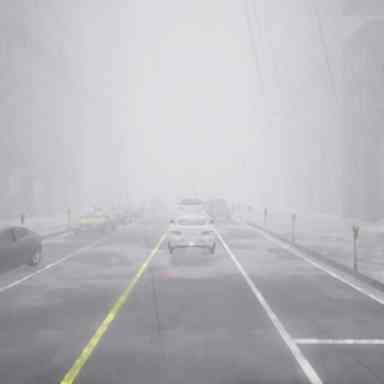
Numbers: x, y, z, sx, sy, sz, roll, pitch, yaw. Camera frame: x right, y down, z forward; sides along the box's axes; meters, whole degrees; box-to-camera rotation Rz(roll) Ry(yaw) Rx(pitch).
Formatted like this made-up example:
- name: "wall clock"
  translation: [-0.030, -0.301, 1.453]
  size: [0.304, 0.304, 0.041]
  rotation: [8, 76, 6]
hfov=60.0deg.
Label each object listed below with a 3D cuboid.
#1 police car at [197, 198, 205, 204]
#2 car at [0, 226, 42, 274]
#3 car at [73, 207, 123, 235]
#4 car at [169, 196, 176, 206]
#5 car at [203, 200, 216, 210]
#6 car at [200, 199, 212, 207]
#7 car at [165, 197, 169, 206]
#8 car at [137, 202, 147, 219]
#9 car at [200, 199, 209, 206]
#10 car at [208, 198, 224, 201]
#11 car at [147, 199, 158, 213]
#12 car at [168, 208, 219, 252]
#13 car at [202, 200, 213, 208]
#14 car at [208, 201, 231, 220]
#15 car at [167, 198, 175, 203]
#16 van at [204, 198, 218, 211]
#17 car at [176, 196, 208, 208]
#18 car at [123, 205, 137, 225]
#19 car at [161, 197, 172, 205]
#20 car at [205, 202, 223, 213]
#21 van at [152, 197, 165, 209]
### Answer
- name: "police car"
  translation: [2.314, 2.275, 86.478]
  size: [1.930, 1.638, 5.238]
  rotation: [0, -1, 0]
- name: "car"
  translation: [-5.768, 1.653, 9.258]
  size: [1.947, 1.339, 4.313]
  rotation: [0, -1, 0]
- name: "car"
  translation: [-5.775, 1.716, 20.326]
  size: [1.752, 1.417, 4.829]
  rotation: [0, -1, 0]
- name: "car"
  translation: [-3.043, 1.916, 70.961]
  size: [2.150, 2.045, 5.566]
  rotation: [0, -1, 0]
- name: "car"
  translation: [2.730, 2.068, 54.223]
  size: [1.887, 1.381, 4.507]
  rotation: [0, -1, 0]
- name: "car"
  translation: [2.723, 2.186, 65.453]
  size: [2.008, 1.369, 4.403]
  rotation: [0, -1, 0]
- name: "car"
  translation: [-5.799, 2.130, 59.825]
  size: [2.008, 1.369, 4.403]
  rotation: [0, -1, 0]
- name: "car"
  translation: [-5.782, 1.884, 31.732]
  size: [1.802, 1.307, 4.206]
  rotation: [0, -1, 0]
- name: "car"
  translation: [2.719, 2.219, 71.248]
  size: [1.752, 1.417, 4.829]
  rotation: [0, -1, 0]
- name: "car"
  translation: [2.740, 1.672, 37.371]
  size: [2.192, 1.841, 5.009]
  rotation: [0, -1, 0]
- name: "car"
  translation: [-5.789, 1.937, 42.800]
  size: [1.752, 1.417, 4.829]
  rotation: [0, -1, 0]
- name: "car"
  translation: [-0.004, 1.661, 14.373]
  size: [1.812, 1.442, 4.674]
  rotation: [0, 0, 0]
- name: "car"
  translation: [2.726, 2.124, 59.841]
  size: [1.887, 1.381, 4.507]
  rotation: [0, -1, 0]
- name: "car"
  translation: [2.743, 1.829, 31.920]
  size: [1.752, 1.417, 4.829]
  rotation: [0, -1, 0]
- name: "car"
  translation: [-5.819, 2.491, 93.536]
  size: [1.947, 1.339, 4.313]
  rotation: [0, -1, 0]
- name: "van"
  translation: [2.733, 1.809, 48.607]
  size: [1.690, 1.788, 3.998]
  rotation: [0, -1, 0]
- name: "car"
  translation: [-0.017, 1.492, 29.018]
  size: [2.150, 2.045, 5.566]
  rotation: [0, 0, 0]
- name: "car"
  translation: [-5.778, 1.829, 26.114]
  size: [1.802, 1.307, 4.206]
  rotation: [0, -1, 0]
- name: "car"
  translation: [-5.809, 2.064, 76.682]
  size: [2.192, 1.841, 5.009]
  rotation: [0, -1, 0]
- name: "car"
  translation: [2.736, 1.964, 42.987]
  size: [2.008, 1.369, 4.403]
  rotation: [0, -1, 0]
- name: "van"
  translation: [-5.795, 1.865, 54.209]
  size: [1.690, 1.788, 3.998]
  rotation: [0, -1, 0]
